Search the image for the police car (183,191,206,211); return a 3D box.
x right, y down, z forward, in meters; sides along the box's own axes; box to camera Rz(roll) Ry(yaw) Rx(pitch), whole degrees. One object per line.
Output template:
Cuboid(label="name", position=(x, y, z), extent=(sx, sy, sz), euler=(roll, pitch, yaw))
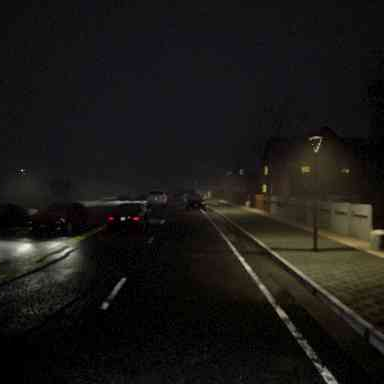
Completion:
Cuboid(label="police car", position=(0.311, 0.990, 33.495), extent=(1.930, 1.638, 5.238), euler=(0, 1, -2))

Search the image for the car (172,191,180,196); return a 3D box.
Cuboid(label="car", position=(-4.278, 0.386, 87.213), extent=(1.994, 1.385, 4.181), euler=(0, 1, -6))

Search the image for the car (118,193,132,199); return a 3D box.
Cuboid(label="car", position=(-11.756, 0.880, 58.119), extent=(1.895, 1.301, 4.718), euler=(0, 1, -3))

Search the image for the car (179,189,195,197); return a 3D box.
Cuboid(label="car", position=(-0.440, 0.589, 49.499), extent=(2.150, 2.045, 5.566), euler=(0, 1, -3))

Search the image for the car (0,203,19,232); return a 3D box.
Cuboid(label="car", position=(-10.045, 1.309, 17.097), extent=(1.812, 1.442, 4.674), euler=(0, 1, -1))

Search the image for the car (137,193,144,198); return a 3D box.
Cuboid(label="car", position=(-8.516, 0.870, 58.383), extent=(1.895, 1.301, 4.718), euler=(0, 1, -3))

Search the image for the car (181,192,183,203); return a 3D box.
Cuboid(label="car", position=(-0.123, 0.965, 43.443), extent=(1.812, 1.442, 4.674), euler=(0, 1, -3))

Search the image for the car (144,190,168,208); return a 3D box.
Cuboid(label="car", position=(-4.070, 0.721, 39.258), extent=(2.150, 2.045, 5.566), euler=(0, 1, -3))

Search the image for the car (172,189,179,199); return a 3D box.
Cuboid(label="car", position=(-2.572, 0.312, 67.782), extent=(2.150, 2.045, 5.566), euler=(0, 1, -5))

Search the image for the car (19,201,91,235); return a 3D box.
Cuboid(label="car", position=(-6.812, 1.252, 17.556), extent=(1.882, 1.535, 5.008), euler=(0, 1, -1))

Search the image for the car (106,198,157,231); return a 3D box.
Cuboid(label="car", position=(-3.386, 1.307, 18.582), extent=(2.033, 1.411, 5.357), euler=(0, 1, -1))
